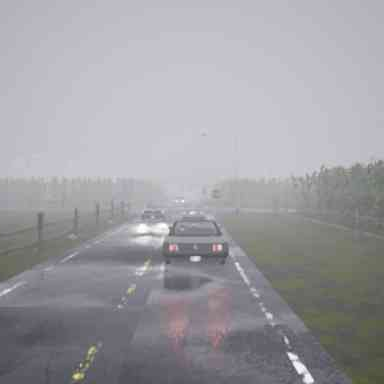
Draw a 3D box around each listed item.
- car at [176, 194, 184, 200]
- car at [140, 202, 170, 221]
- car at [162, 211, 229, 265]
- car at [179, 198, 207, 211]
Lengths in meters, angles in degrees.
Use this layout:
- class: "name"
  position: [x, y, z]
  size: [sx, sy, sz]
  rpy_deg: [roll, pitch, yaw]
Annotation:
- class: "car"
  position: [-2.743, 1.170, 76.558]
  size: [1.895, 1.301, 4.718]
  rpy_deg: [0, 0, 0]
- class: "car"
  position: [-2.774, 1.471, 25.795]
  size: [1.895, 1.301, 4.718]
  rpy_deg: [0, 0, 1]
- class: "car"
  position: [0.102, 1.546, 11.389]
  size: [1.895, 1.301, 4.718]
  rpy_deg: [0, 0, 0]
- class: "car"
  position: [0.131, 1.423, 24.879]
  size: [2.033, 1.411, 5.357]
  rpy_deg: [0, 0, 1]
